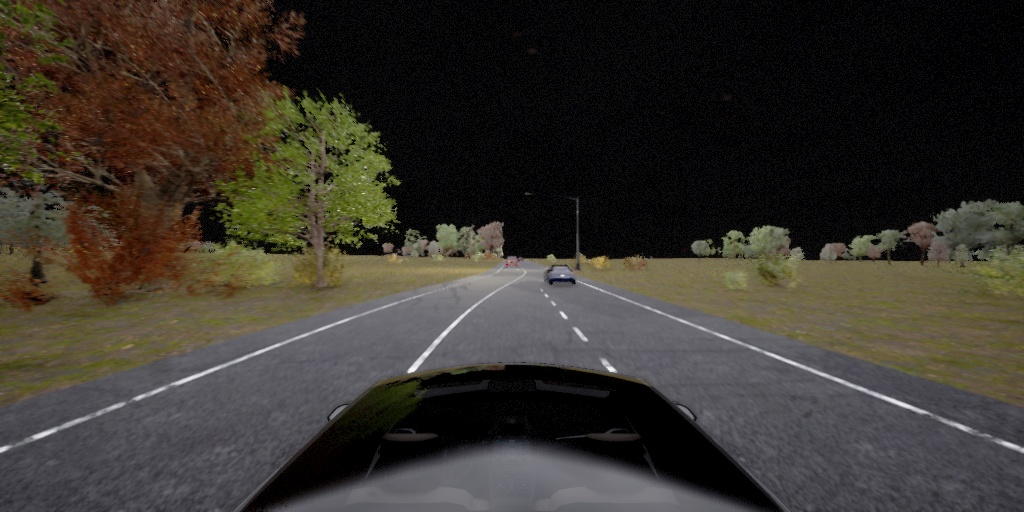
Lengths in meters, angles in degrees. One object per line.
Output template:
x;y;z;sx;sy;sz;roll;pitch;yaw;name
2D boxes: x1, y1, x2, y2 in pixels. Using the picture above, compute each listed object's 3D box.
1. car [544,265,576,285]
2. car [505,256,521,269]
3.491;1.326;26.679;1.994;1.385;4.181;0;0;0;car
-0.021;1.006;59.565;2.150;2.045;5.566;0;0;0;car
